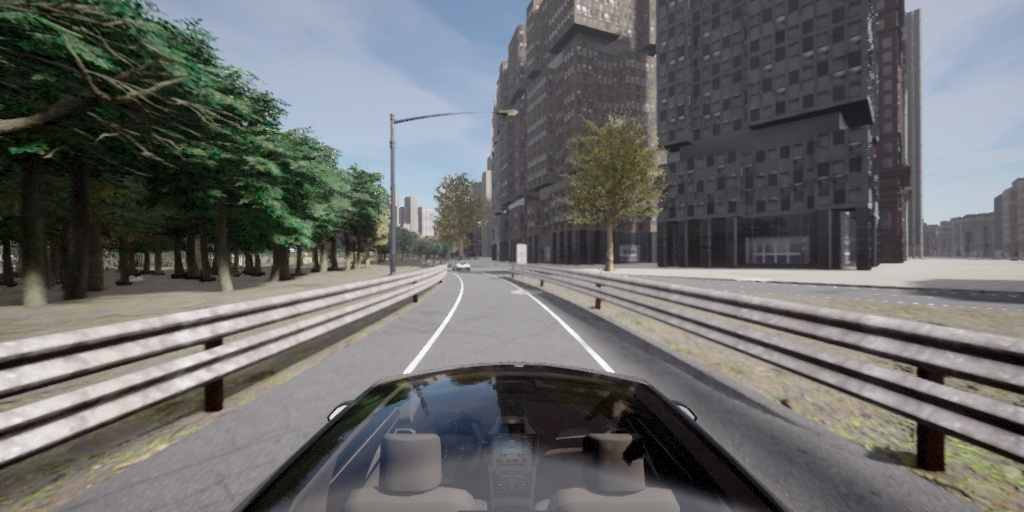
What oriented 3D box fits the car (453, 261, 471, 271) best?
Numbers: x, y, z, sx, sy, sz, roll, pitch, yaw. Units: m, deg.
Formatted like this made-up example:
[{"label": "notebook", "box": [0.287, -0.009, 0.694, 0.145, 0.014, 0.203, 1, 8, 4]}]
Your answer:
[{"label": "car", "box": [-6.956, 1.375, 49.009, 1.895, 1.301, 4.718, 0, 0, -18]}]
